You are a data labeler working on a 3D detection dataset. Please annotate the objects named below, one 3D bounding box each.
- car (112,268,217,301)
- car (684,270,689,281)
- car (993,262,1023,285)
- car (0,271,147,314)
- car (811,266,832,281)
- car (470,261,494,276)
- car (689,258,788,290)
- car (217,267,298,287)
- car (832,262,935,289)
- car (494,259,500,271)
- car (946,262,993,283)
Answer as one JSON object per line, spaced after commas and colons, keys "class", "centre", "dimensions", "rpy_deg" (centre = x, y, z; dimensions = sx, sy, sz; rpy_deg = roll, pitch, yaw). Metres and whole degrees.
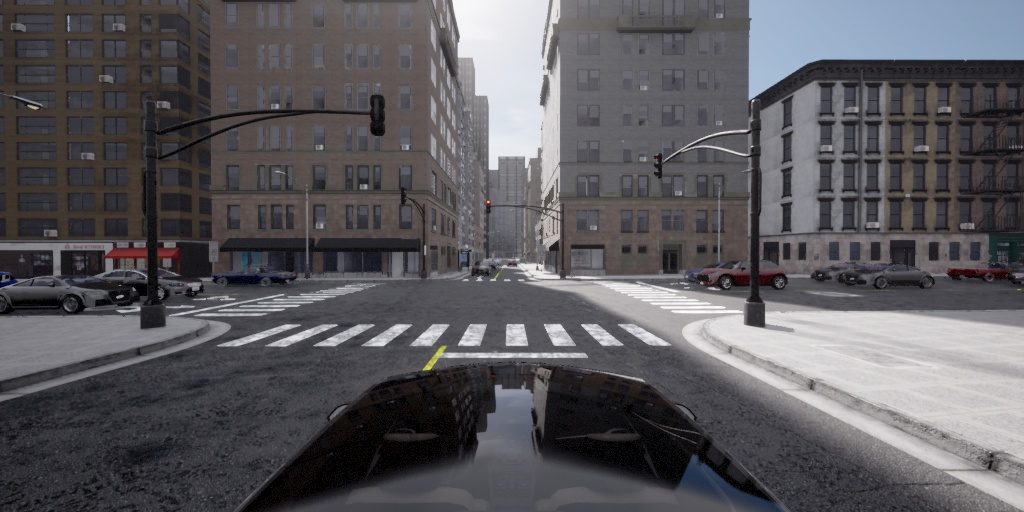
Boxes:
{"class": "car", "centre": [-17.799, 1.335, 17.453], "dimensions": [4.902, 1.511, 2.128], "rpy_deg": [0, 1, 1]}
{"class": "car", "centre": [14.170, 1.127, 24.311], "dimensions": [4.674, 1.442, 1.812], "rpy_deg": [0, 1, 0]}
{"class": "car", "centre": [32.383, 1.002, 21.148], "dimensions": [4.902, 1.511, 2.128], "rpy_deg": [0, 1, 0]}
{"class": "car", "centre": [-17.529, 1.442, 14.194], "dimensions": [4.181, 1.385, 1.994], "rpy_deg": [0, 1, 0]}
{"class": "car", "centre": [22.917, 1.106, 24.365], "dimensions": [4.181, 1.385, 1.994], "rpy_deg": [0, 1, -1]}
{"class": "car", "centre": [-3.124, 1.259, 37.046], "dimensions": [1.837, 1.490, 4.892], "rpy_deg": [0, 0, 0]}
{"class": "car", "centre": [13.344, 0.994, 21.035], "dimensions": [4.553, 1.767, 2.097], "rpy_deg": [0, 1, -1]}
{"class": "car", "centre": [-17.153, 1.370, 23.984], "dimensions": [4.718, 1.301, 1.895], "rpy_deg": [0, 1, 2]}
{"class": "car", "centre": [21.987, 1.148, 21.104], "dimensions": [4.181, 1.385, 1.994], "rpy_deg": [0, 1, -1]}
{"class": "car", "centre": [-3.126, 1.365, 50.744], "dimensions": [1.895, 1.301, 4.718], "rpy_deg": [0, 0, 0]}
{"class": "car", "centre": [32.837, 1.073, 24.400], "dimensions": [4.718, 1.301, 1.895], "rpy_deg": [0, 1, 0]}
